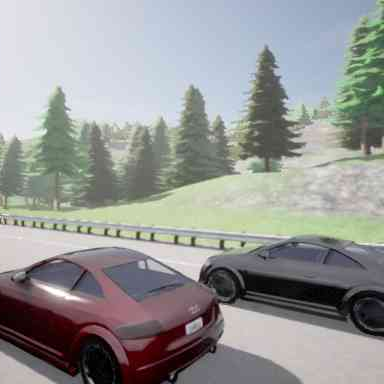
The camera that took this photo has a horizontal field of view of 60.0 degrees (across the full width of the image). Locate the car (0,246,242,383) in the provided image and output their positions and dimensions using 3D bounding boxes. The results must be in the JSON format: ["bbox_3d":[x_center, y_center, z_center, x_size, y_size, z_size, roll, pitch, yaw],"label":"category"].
[{"bbox_3d":[-1.605,1.566,5.136,4.181,1.385,1.994,0,0,36],"label":"car"}]

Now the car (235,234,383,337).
[{"bbox_3d":[2.202,1.565,6.721,4.181,1.385,1.994,0,0,35],"label":"car"}]
